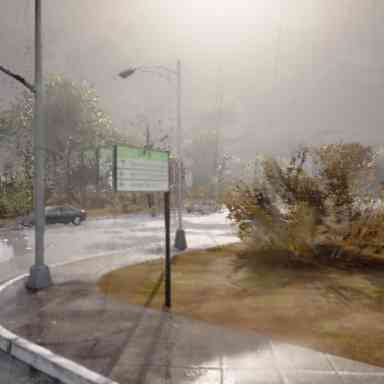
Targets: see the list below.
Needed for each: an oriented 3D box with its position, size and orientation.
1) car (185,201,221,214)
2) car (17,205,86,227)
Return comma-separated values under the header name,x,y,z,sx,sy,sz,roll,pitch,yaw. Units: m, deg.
name,x,y,z,sx,sy,sz,roll,pitch,yaw
car,1.307,1.772,38.568,1.895,1.301,4.718,-1,0,39
car,-10.144,1.743,24.314,1.837,1.490,4.892,-1,0,39
